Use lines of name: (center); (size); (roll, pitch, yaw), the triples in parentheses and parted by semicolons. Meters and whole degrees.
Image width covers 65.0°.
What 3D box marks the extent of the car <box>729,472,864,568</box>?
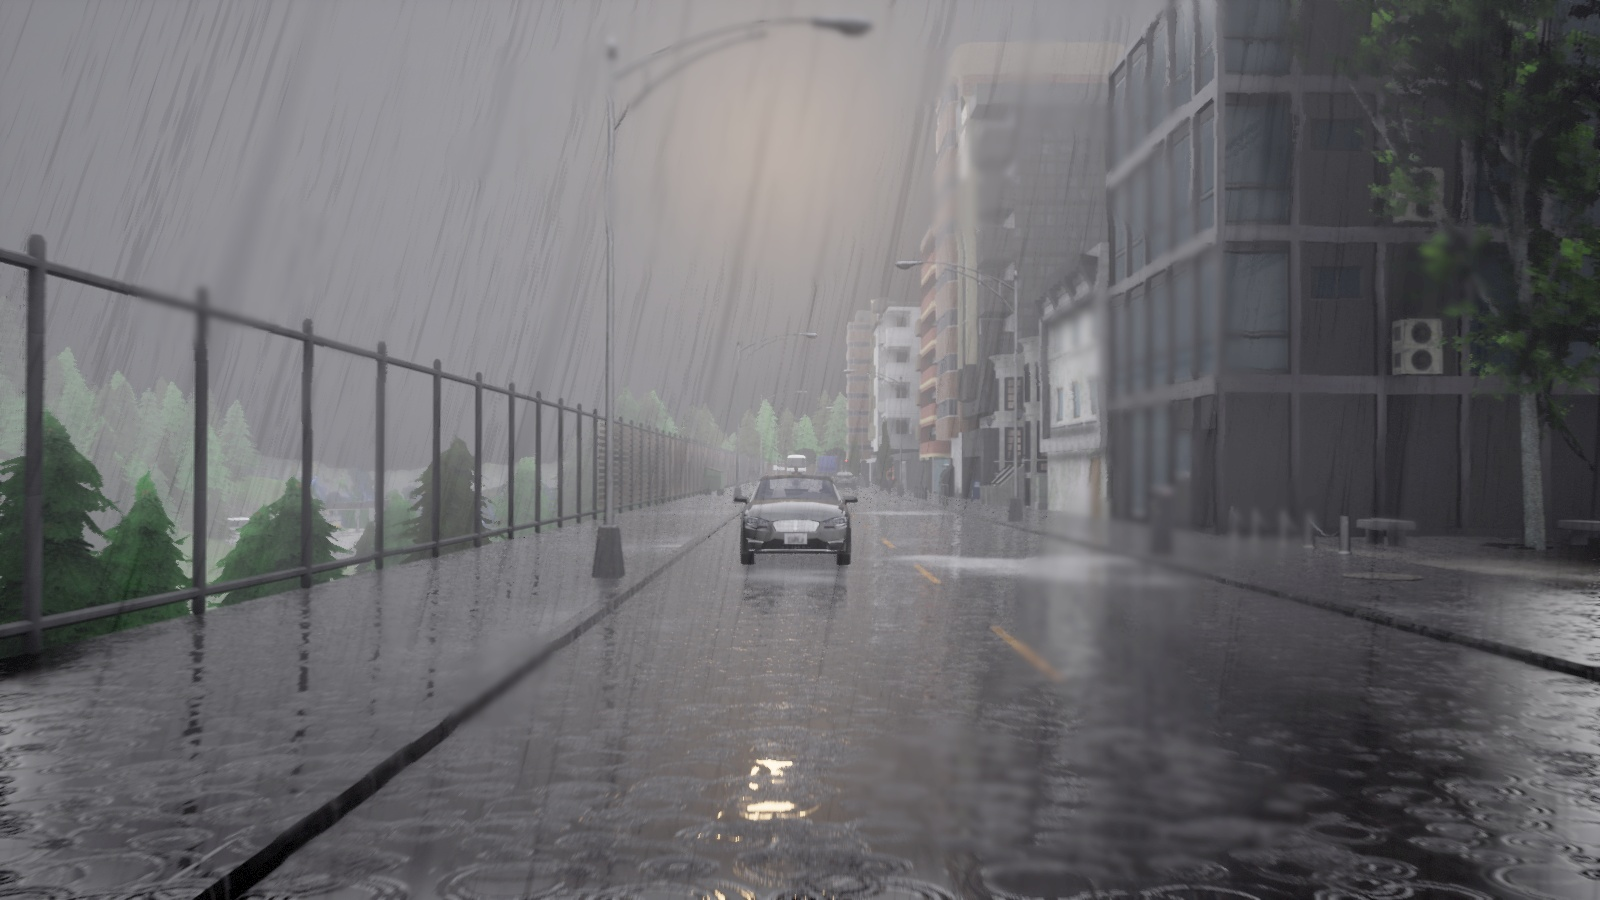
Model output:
car: (-0.063, 1.144, 22.270); (2.128, 1.511, 4.902); (0, -1, 0)
